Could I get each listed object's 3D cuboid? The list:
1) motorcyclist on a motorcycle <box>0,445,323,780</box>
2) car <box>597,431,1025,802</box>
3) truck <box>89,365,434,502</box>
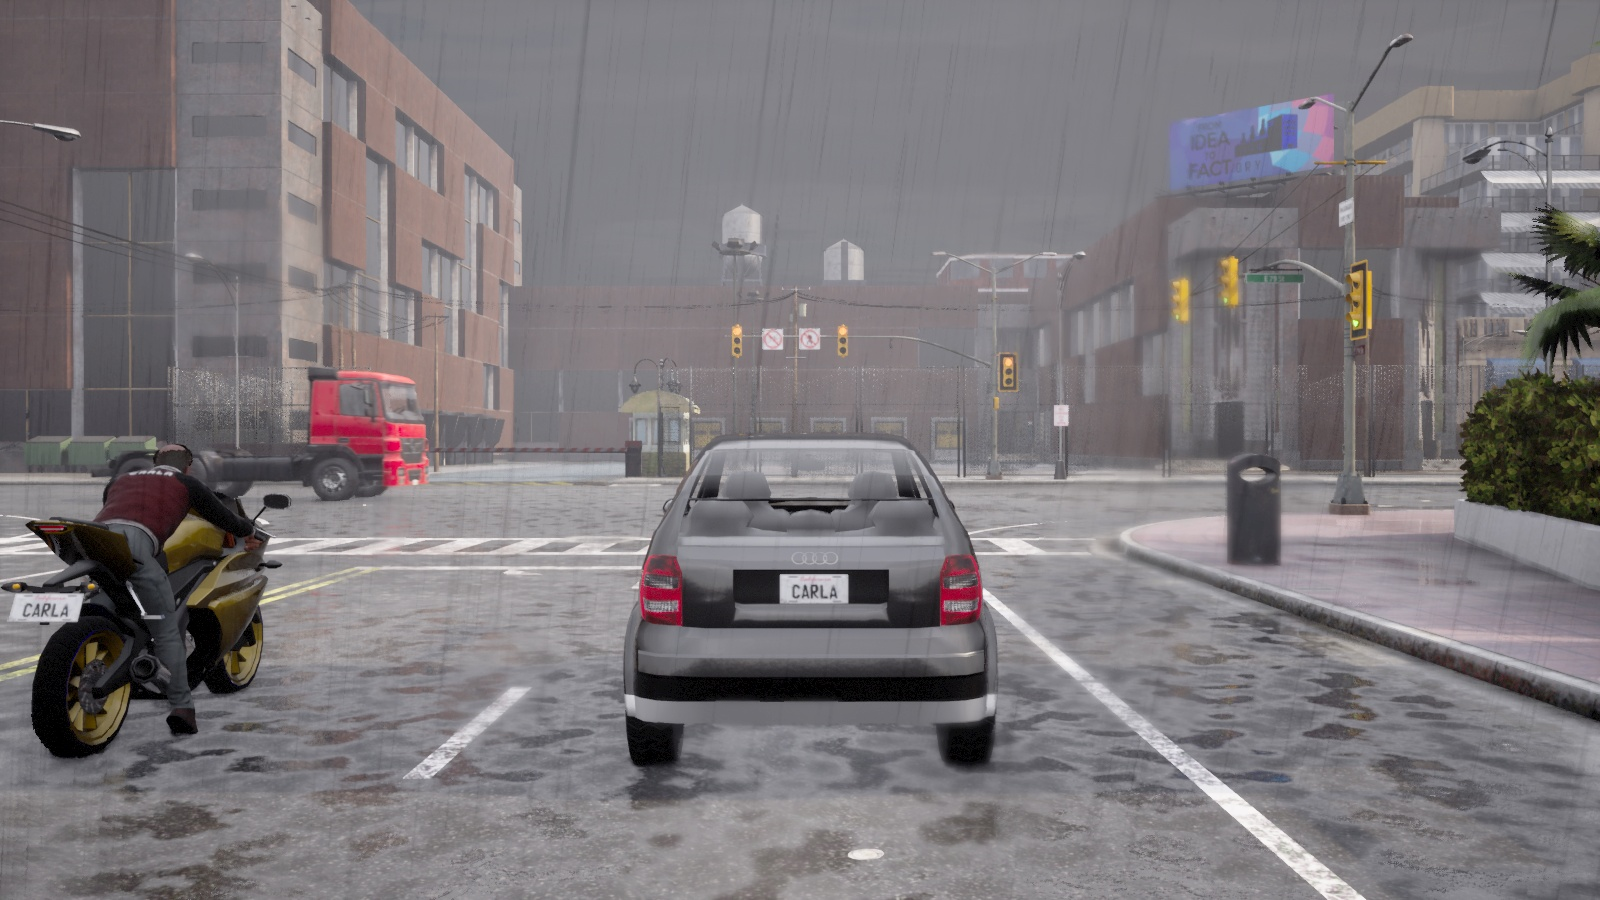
[{"bbox_3d":[-3.454,0.740,6.842,0.866,1.530,2.191,0,0,0],"label":"motorcyclist on a motorcycle"},{"bbox_3d":[0.051,0.685,7.106,1.789,1.549,3.705,0,0,0],"label":"car"},{"bbox_3d":[-14.100,-0.435,33.345,7.936,3.462,2.891,0,0,1],"label":"truck"}]
